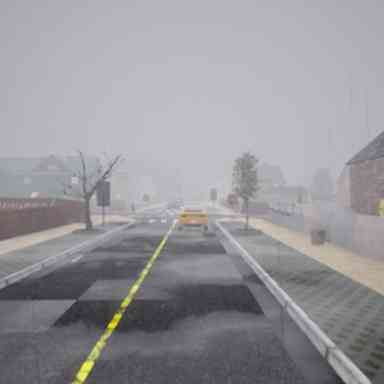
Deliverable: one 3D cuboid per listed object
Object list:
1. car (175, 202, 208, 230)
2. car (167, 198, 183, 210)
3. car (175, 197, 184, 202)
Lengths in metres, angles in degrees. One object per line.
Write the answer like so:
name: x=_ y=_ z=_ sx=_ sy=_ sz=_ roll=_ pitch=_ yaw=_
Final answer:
car: x=0.081 y=1.710 z=23.154 sx=1.882 sy=1.535 sz=5.008 roll=0 pitch=-1 yaw=0
car: x=-2.834 y=2.123 z=51.861 sx=1.994 sy=1.385 sz=4.181 roll=0 pitch=-1 yaw=0
car: x=-2.742 y=1.996 z=68.434 sx=2.150 sy=2.045 sz=5.566 roll=0 pitch=-1 yaw=0
